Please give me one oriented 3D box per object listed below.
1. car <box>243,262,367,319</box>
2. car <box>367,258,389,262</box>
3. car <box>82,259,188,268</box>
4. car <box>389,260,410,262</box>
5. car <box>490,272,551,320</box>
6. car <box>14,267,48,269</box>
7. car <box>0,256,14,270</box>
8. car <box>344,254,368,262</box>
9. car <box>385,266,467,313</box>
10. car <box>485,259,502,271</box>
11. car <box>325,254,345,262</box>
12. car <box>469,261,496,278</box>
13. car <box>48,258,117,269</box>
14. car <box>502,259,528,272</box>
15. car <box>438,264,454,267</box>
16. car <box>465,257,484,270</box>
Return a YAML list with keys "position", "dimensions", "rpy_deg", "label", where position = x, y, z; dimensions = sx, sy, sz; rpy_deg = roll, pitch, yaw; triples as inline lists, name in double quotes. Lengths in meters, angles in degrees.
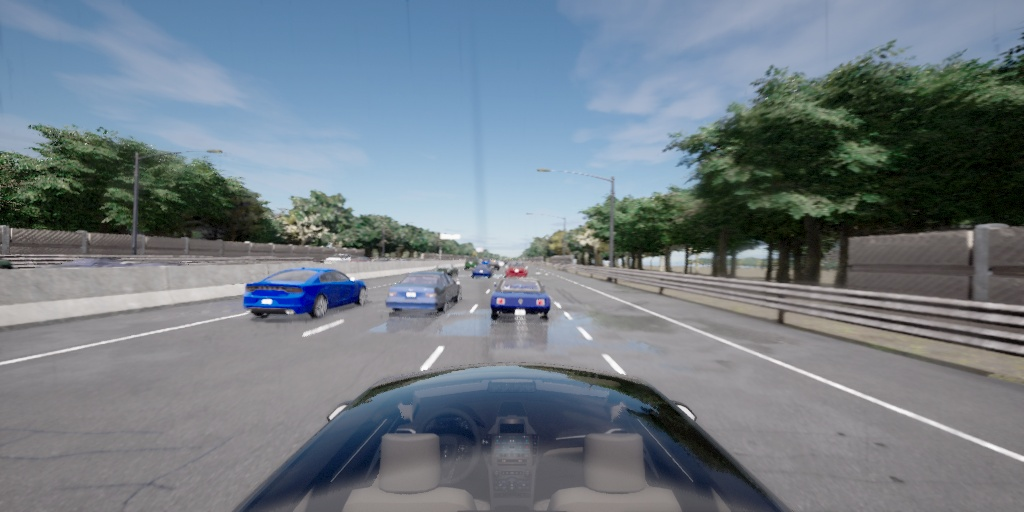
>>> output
- position: [-6.725, 1.128, 12.351]
  dimensions: [1.882, 1.535, 5.008]
  rpy_deg: [2, 0, 1]
  label: "car"
- position: [-20.472, 1.169, 56.525]
  dimensions: [1.837, 1.490, 4.892]
  rpy_deg: [2, -1, 1]
  label: "car"
- position: [-17.246, 0.975, 17.405]
  dimensions: [1.994, 1.385, 4.181]
  rpy_deg: [2, -1, 1]
  label: "car"
- position: [-16.972, 1.305, 56.519]
  dimensions: [2.033, 1.411, 5.357]
  rpy_deg: [2, -1, 1]
  label: "car"
- position: [0.279, 1.443, 13.122]
  dimensions: [1.895, 1.301, 4.718]
  rpy_deg: [2, 0, 0]
  label: "car"
- position: [-24.186, 0.802, 20.917]
  dimensions: [2.033, 1.411, 5.357]
  rpy_deg: [2, 0, 1]
  label: "car"
- position: [-27.718, 0.483, 17.236]
  dimensions: [2.097, 1.767, 4.553]
  rpy_deg: [2, 0, 1]
  label: "car"
- position: [-23.962, 0.927, 56.602]
  dimensions: [2.097, 1.767, 4.553]
  rpy_deg: [2, -1, 1]
  label: "car"
- position: [-3.214, 1.303, 13.990]
  dimensions: [2.033, 1.411, 5.357]
  rpy_deg: [2, 0, 0]
  label: "car"
- position: [-2.931, 1.631, 59.032]
  dimensions: [1.882, 1.535, 5.008]
  rpy_deg: [2, -1, 0]
  label: "car"
- position: [-27.441, 0.720, 56.987]
  dimensions: [2.150, 2.045, 5.566]
  rpy_deg: [2, 0, 1]
  label: "car"
- position: [-3.047, 1.520, 37.779]
  dimensions: [1.994, 1.385, 4.181]
  rpy_deg: [2, -1, 0]
  label: "car"
- position: [-20.718, 0.933, 19.206]
  dimensions: [1.895, 1.301, 4.718]
  rpy_deg: [2, 0, 1]
  label: "car"
- position: [0.437, 1.369, 34.293]
  dimensions: [2.097, 1.767, 4.553]
  rpy_deg: [2, 0, 0]
  label: "car"
- position: [-6.554, 1.449, 36.144]
  dimensions: [1.895, 1.301, 4.718]
  rpy_deg: [2, -1, 0]
  label: "car"
- position: [-6.424, 1.283, 59.127]
  dimensions: [2.150, 2.045, 5.566]
  rpy_deg: [2, -1, 0]
  label: "car"
